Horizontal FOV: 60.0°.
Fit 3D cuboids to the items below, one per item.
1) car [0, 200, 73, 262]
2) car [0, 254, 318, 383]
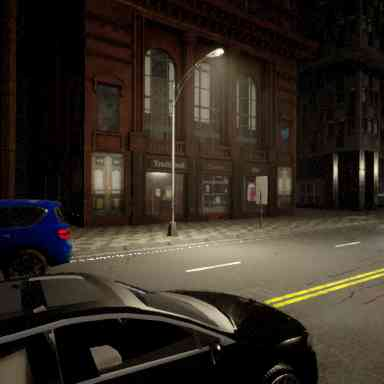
[{"bbox_3d":[-5.665,1.222,7.636,5.566,2.045,2.150,0,0,-35],"label":"car"},{"bbox_3d":[-0.947,1.492,2.765,4.902,1.511,2.128,0,0,-35],"label":"car"}]
